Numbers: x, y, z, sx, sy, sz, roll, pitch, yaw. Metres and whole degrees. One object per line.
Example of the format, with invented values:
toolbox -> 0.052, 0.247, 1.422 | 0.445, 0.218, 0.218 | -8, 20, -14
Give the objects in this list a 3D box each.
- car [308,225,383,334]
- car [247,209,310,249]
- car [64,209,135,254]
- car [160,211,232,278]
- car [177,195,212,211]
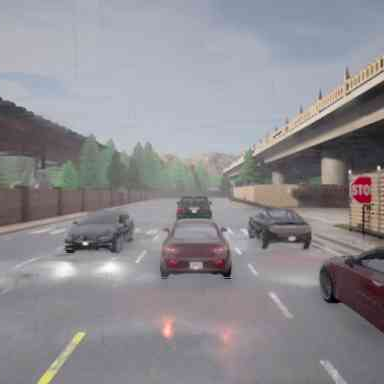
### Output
car -> 3.596, 1.519, 5.185 | 1.812, 1.442, 4.674 | 0, 0, 0
car -> 3.606, 1.474, 14.403 | 2.128, 1.511, 4.902 | 0, 0, 0
car -> -3.524, 1.491, 13.481 | 1.837, 1.490, 4.892 | 0, -1, 1
car -> 0.099, 1.513, 9.931 | 1.812, 1.442, 4.674 | 0, 0, 0
car -> 0.157, 1.195, 21.769 | 2.150, 2.045, 5.566 | 0, 0, 1
